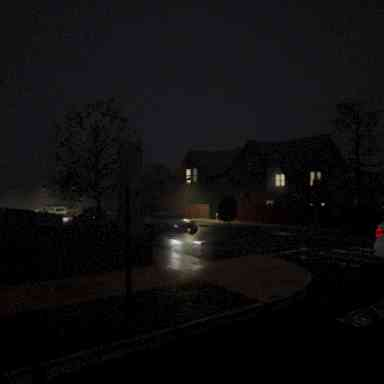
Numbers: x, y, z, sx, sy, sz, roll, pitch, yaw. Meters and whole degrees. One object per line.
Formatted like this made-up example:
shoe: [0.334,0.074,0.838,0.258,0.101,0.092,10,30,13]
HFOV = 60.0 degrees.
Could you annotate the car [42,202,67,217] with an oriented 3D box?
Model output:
car: [-18.915,2.395,45.551,2.150,2.045,5.566,-1,-1,-35]

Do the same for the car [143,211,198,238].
car: [-1.539,1.985,21.192,1.812,1.442,4.674,-1,-1,-36]

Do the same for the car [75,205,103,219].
car: [-13.173,2.476,42.460,1.882,1.535,5.008,-1,-1,-36]

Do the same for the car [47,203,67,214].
car: [-22.498,2.731,55.434,2.097,1.767,4.553,-1,-1,-35]

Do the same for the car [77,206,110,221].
car: [-9.611,2.293,32.453,1.837,1.490,4.892,-1,-1,-36]

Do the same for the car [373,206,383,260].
car: [7.660,1.280,8.407,2.150,2.045,5.566,0,-2,-36]
